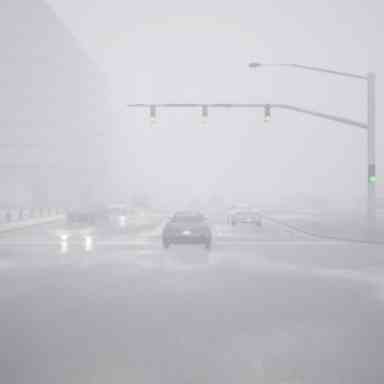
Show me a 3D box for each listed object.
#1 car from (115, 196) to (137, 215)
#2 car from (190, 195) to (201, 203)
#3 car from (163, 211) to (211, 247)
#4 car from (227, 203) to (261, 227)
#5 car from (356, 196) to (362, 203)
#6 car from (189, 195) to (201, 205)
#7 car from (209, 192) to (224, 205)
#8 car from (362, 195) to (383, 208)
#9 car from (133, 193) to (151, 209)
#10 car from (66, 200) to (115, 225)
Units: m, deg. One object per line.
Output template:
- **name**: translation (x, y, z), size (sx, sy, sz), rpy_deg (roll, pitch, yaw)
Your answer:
- **car**: translation (-7.058, 1.447, 32.960), size (1.812, 1.442, 4.674), rpy_deg (0, 0, 1)
- **car**: translation (0.670, 1.318, 63.377), size (2.128, 1.511, 4.902), rpy_deg (0, 0, 1)
- **car**: translation (-0.184, 1.524, 14.745), size (1.994, 1.385, 4.181), rpy_deg (0, 0, 0)
- **car**: translation (3.421, 1.459, 22.181), size (1.812, 1.442, 4.674), rpy_deg (0, 0, 1)
- **car**: translation (29.563, 1.195, 56.478), size (1.970, 1.475, 3.806), rpy_deg (0, 0, 1)
- **car**: translation (0.480, 1.452, 54.309), size (1.895, 1.301, 4.718), rpy_deg (0, 0, 1)
- **car**: translation (3.979, 1.067, 54.237), size (2.150, 2.045, 5.566), rpy_deg (0, 0, 1)
- **car**: translation (23.426, 1.245, 41.523), size (1.970, 1.475, 3.806), rpy_deg (0, 0, 1)
- **car**: translation (-6.773, 1.113, 43.608), size (2.150, 2.045, 5.566), rpy_deg (0, 0, 2)
- **car**: translation (-7.263, 1.424, 23.681), size (1.882, 1.535, 5.008), rpy_deg (0, 0, 1)
